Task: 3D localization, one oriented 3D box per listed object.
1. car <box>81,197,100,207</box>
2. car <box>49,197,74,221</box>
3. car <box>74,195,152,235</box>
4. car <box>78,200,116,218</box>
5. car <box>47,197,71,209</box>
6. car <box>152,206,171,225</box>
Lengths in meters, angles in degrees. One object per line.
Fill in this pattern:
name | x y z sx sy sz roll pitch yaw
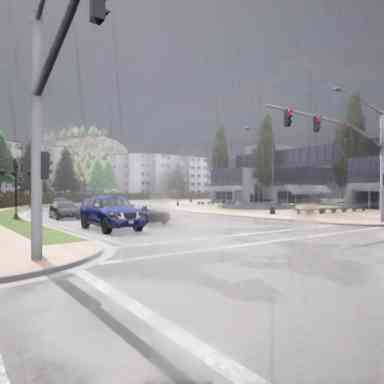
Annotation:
car | -15.468 1.502 50.877 1.837 1.490 4.892 0 0 -5
car | -10.661 1.500 27.789 1.837 1.490 4.892 0 1 -33
car | -4.819 1.220 19.538 2.150 2.045 5.566 0 0 -37
car | -9.135 1.545 31.578 2.033 1.411 5.357 0 0 -33
car | -18.201 1.489 45.805 2.128 1.511 4.902 0 0 -10
car | -3.460 1.598 23.559 1.895 1.301 4.718 0 0 -36
